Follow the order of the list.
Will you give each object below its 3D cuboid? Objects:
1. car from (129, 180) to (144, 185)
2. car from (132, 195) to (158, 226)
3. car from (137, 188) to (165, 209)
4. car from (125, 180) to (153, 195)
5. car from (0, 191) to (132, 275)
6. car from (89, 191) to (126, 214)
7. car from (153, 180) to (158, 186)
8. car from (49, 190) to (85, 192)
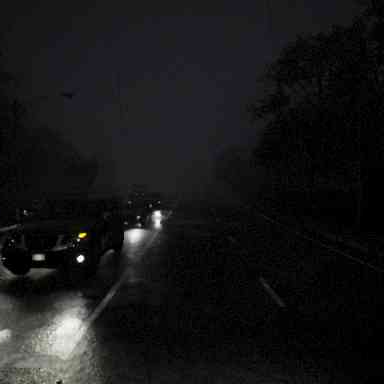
[{"bbox_3d":[-15.707,-2.628,93.782,1.994,1.385,4.181,0,3,-45],"label":"car"},{"bbox_3d":[-3.587,1.206,20.815,2.033,1.411,5.357,0,2,0],"label":"car"},{"bbox_3d":[-3.576,0.730,31.139,1.837,1.490,4.892,0,3,0],"label":"car"},{"bbox_3d":[-7.001,-0.248,44.261,2.150,2.045,5.566,0,3,0],"label":"car"},{"bbox_3d":[-3.595,1.134,10.554,2.150,2.045,5.566,0,1,0],"label":"car"},{"bbox_3d":[-7.070,0.831,28.453,1.882,1.535,5.008,0,3,1],"label":"car"},{"bbox_3d":[-11.449,-2.592,94.242,1.882,1.535,5.008,0,3,-40],"label":"car"},{"bbox_3d":[-7.091,0.959,18.219,2.150,2.045,5.566,0,2,0],"label":"car"}]
